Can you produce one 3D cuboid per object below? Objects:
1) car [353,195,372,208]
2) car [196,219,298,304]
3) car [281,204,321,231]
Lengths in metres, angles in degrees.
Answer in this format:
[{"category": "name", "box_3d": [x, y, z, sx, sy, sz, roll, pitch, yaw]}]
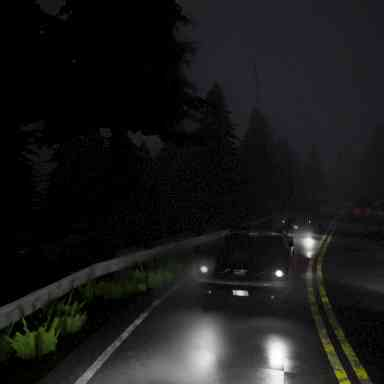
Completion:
[{"category": "car", "box_3d": [20.647, 1.058, 40.231, 2.128, 1.511, 4.902, -2, 0, 28]}, {"category": "car", "box_3d": [1.592, 1.599, 8.419, 1.895, 1.301, 4.718, -1, 0, 18]}, {"category": "car", "box_3d": [6.680, 1.460, 20.058, 2.033, 1.411, 5.357, -2, 0, 26]}]
